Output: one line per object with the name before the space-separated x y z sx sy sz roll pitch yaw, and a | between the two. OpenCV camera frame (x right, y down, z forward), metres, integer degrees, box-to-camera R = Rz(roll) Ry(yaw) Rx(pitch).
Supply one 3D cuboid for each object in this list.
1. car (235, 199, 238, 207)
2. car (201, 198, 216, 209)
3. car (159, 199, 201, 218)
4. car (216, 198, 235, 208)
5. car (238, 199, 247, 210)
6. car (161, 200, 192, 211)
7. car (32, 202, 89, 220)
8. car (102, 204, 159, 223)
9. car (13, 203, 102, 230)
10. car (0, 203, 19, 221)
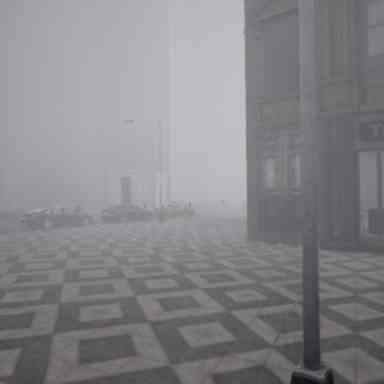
car | 7.820 1.884 57.875 2.008 1.369 4.403 -2 -1 35
car | 1.267 1.693 48.621 1.967 1.590 4.097 -1 -1 35
car | -1.519 1.556 29.929 1.752 1.417 4.829 -1 -1 35
car | 4.543 1.732 53.250 1.967 1.590 4.097 -2 -1 35
car | 8.207 1.565 43.673 1.967 1.590 4.097 -2 -1 35
car | -2.006 1.799 43.993 1.802 1.307 4.206 -1 -1 35
car | -11.832 1.683 30.113 2.008 1.369 4.403 -1 -1 35
car | -4.892 1.571 25.164 1.947 1.339 4.313 -1 -1 35
car | -8.167 1.535 20.536 2.008 1.369 4.403 -1 -1 35
car | -15.109 1.552 25.486 1.967 1.590 4.097 -1 -1 35
